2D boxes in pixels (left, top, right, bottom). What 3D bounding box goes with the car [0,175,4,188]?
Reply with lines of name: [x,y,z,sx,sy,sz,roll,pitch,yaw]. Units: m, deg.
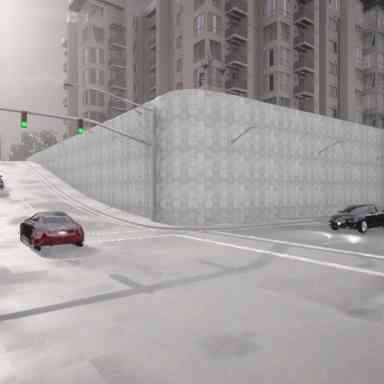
car: [-21.200,-1.324,35.408,2.033,1.411,5.357,0,12,-36]

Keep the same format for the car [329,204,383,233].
car: [10.115,1.505,19.811,4.892,1.490,1.837,0,0,-36]

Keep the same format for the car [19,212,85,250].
car: [-6.220,1.564,14.563,1.994,1.385,4.181,0,0,-36]
